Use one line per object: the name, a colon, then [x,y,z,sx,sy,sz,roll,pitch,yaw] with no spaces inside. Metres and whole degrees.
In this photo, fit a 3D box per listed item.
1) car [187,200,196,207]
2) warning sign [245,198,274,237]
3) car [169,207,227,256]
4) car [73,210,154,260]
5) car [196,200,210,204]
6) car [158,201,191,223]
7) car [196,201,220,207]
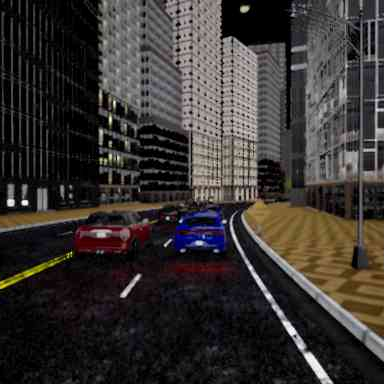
car: [-0.270,2.244,67.239,1.994,1.385,4.181,0,-1,16]
warning sign: [3.458,1.289,17.070,1.300,1.860,1.060,1,1,4]
car: [0.429,1.615,13.892,1.882,1.535,5.008,0,0,4]
car: [-2.878,1.479,13.212,2.097,1.767,4.553,0,-1,4]
car: [2.779,2.252,66.067,1.994,1.385,4.181,0,-1,16]
car: [-1.568,1.784,28.140,1.837,1.490,4.892,0,0,8]
car: [1.721,1.810,28.187,1.812,1.442,4.674,0,0,8]
